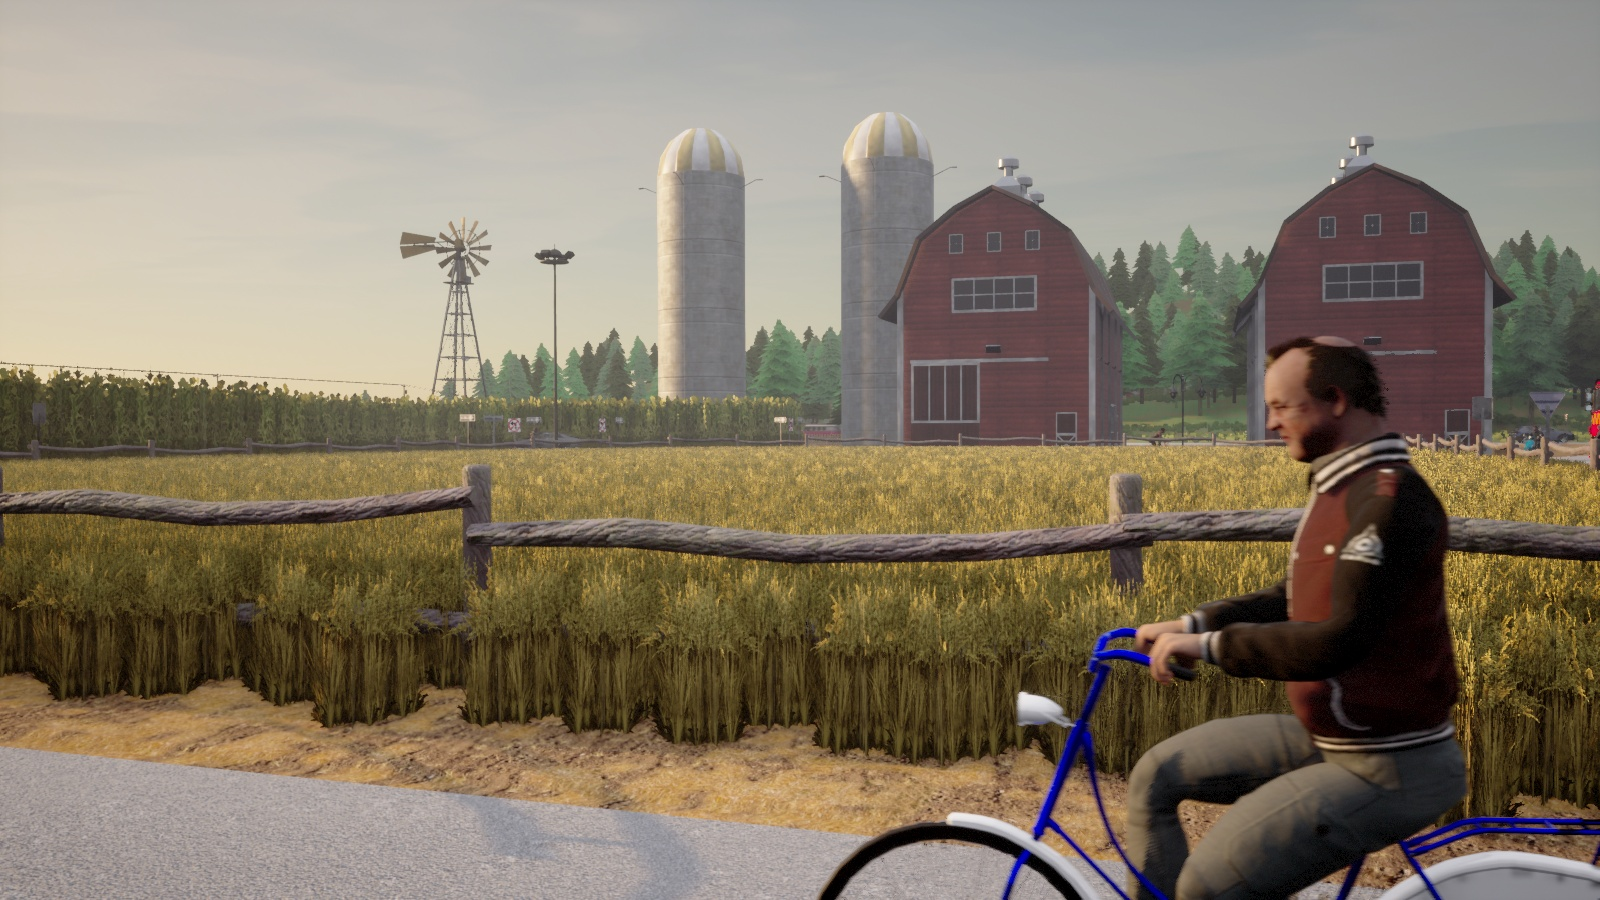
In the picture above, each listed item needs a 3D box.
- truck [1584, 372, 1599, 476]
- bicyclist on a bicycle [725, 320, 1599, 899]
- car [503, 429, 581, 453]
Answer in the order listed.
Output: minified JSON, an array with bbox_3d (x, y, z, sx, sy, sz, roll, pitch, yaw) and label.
[{"bbox_3d":[30.183,-0.926,43.766,2.891,3.827,8.468,1,1,19],"label":"truck"},{"bbox_3d":[0.826,0.659,2.604,1.843,1.776,0.659,1,1,16],"label":"bicyclist on a bicycle"},{"bbox_3d":[-16.777,-0.592,81.921,4.902,1.511,2.128,0,1,-8],"label":"car"}]
